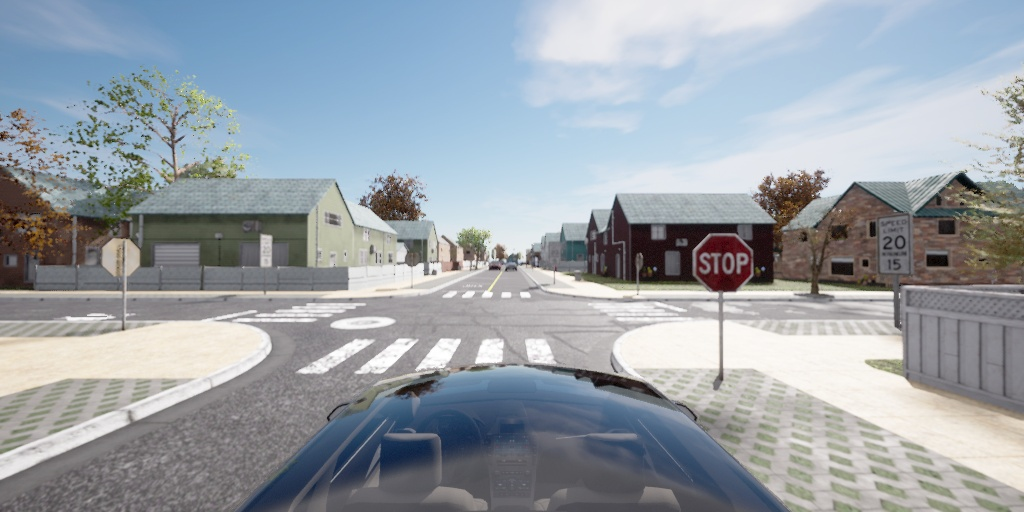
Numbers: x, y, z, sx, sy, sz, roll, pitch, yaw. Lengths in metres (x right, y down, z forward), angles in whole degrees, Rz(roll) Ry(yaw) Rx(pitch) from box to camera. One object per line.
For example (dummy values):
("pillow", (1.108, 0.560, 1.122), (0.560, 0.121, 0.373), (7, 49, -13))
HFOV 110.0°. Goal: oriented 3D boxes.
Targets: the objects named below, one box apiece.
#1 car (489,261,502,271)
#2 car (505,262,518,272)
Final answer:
("car", (-2.867, 1.593, 61.693), (2.097, 1.767, 4.553), (0, -1, 0))
("car", (-0.109, 1.714, 57.080), (1.812, 1.442, 4.674), (0, -1, 0))
